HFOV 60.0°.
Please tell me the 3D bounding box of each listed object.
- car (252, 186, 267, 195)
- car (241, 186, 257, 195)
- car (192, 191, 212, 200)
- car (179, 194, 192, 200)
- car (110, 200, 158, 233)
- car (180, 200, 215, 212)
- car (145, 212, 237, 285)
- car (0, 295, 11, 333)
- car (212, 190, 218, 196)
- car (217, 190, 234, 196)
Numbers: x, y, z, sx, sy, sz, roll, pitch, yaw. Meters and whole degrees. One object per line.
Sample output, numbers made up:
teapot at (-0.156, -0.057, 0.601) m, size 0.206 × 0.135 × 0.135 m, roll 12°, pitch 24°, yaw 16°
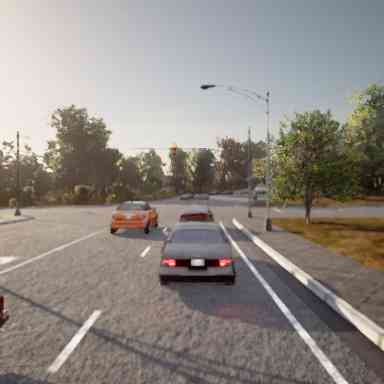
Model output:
car at (17.712, -0.081, 84.468) m, size 1.895 × 1.301 × 4.718 m, roll 0°, pitch 4°, yaw 33°
car at (14.170, -0.088, 85.386) m, size 2.128 × 1.511 × 4.902 m, roll 0°, pitch 4°, yaw 33°
car at (2.116, 1.080, 68.976) m, size 1.994 × 1.385 × 4.181 m, roll 0°, pitch 2°, yaw 21°
car at (-0.980, 1.048, 70.652) m, size 2.033 × 1.411 × 5.357 m, roll 0°, pitch 2°, yaw 21°
car at (-3.214, 1.314, 19.298) m, size 2.097 × 1.767 × 4.553 m, roll 0°, pitch 0°, yaw 1°
car at (0.296, 1.439, 19.195) m, size 1.882 × 1.535 × 5.008 m, roll 0°, pitch 0°, yaw 2°
car at (0.128, 1.519, 9.448) m, size 2.033 × 1.411 × 5.357 m, roll 0°, pitch 0°, yaw 0°
car at (-3.398, 1.591, 2.382) m, size 1.895 × 1.301 × 4.718 m, roll 0°, pitch 0°, yaw 0°
car at (5.734, 0.277, 84.782) m, size 1.895 × 1.301 × 4.718 m, roll 0°, pitch 4°, yaw 28°
car at (8.691, 0.291, 82.903) m, size 1.895 × 1.301 × 4.718 m, roll 0°, pitch 4°, yaw 28°
